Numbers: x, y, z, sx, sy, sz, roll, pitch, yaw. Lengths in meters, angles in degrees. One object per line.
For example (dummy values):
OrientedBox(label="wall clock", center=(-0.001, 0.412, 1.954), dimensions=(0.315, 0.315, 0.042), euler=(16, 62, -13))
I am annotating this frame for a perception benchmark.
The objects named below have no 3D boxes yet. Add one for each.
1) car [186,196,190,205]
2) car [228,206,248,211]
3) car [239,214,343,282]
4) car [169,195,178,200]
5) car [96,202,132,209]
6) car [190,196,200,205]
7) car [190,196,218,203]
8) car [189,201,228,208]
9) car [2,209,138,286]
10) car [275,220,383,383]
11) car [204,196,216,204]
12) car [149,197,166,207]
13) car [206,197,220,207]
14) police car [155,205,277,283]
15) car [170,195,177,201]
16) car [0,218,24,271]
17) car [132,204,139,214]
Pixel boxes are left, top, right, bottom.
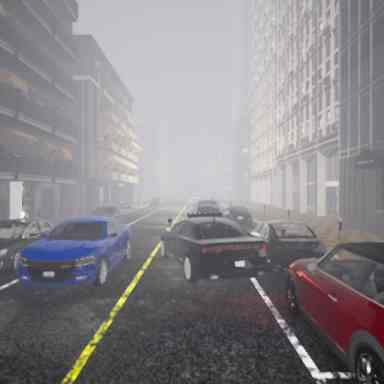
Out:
OrientedBox(label="car", center=(0.419, 1.510, 47.641), dimensions=(1.812, 1.442, 4.674), euler=(0, 0, 1))
OrientedBox(label="car", center=(2.871, 1.554, 21.776), dimensions=(1.947, 1.339, 4.313), euler=(0, 0, 0))
OrientedBox(label="car", center=(2.775, 1.544, 10.479), dimensions=(2.008, 1.369, 4.403), euler=(0, 0, 0))
OrientedBox(label="car", center=(-4.939, 1.546, 89.626), dimensions=(2.008, 1.369, 4.403), euler=(0, 0, 0))
OrientedBox(label="car", center=(-5.510, 1.554, 21.846), dimensions=(1.947, 1.339, 4.313), euler=(0, 0, 0))
OrientedBox(label="car", center=(0.515, 1.510, 61.417), dimensions=(1.812, 1.442, 4.674), euler=(0, 0, 0))
OrientedBox(label="car", center=(1.116, 1.338, 25.974), dimensions=(2.097, 1.767, 4.553), euler=(0, 0, 0))
OrientedBox(label="car", center=(0.947, 1.493, 20.024), dimensions=(1.837, 1.490, 4.892), euler=(0, 0, 2))
OrientedBox(label="car", center=(-3.021, 1.471, 9.561), dimensions=(1.882, 1.535, 5.008), euler=(0, 0, 0))
OrientedBox(label="car", center=(2.728, 1.437, 4.830), dimensions=(1.967, 1.590, 4.097), euler=(0, 0, 0))
OrientedBox(label="car", center=(3.203, 1.535, 61.314), dimensions=(2.008, 1.369, 4.403), euler=(0, 0, 0))
OrientedBox(label="car", center=(-5.272, 1.424, 50.088), dimensions=(1.967, 1.590, 4.097), euler=(0, 0, 0))
OrientedBox(label="car", center=(3.108, 1.529, 50.017), dimensions=(1.887, 1.381, 4.507), euler=(0, 0, 0))
OrientedBox(label="police car", center=(0.329, 1.418, 9.997), dimensions=(1.930, 1.638, 5.238), euler=(0, 0, -17))
OrientedBox(label="car", center=(-4.987, 1.543, 83.978), dimensions=(2.008, 1.369, 4.403), euler=(0, 0, 0))
OrientedBox(label="car", center=(-5.605, 1.544, 10.549), dimensions=(2.008, 1.369, 4.403), euler=(0, 0, 0))
OrientedBox(label="car", center=(-5.464, 1.511, 27.325), dimensions=(1.752, 1.417, 4.829), euler=(0, 0, 0))
